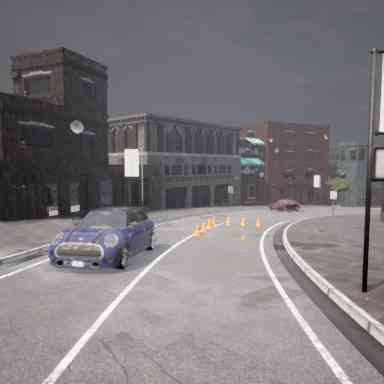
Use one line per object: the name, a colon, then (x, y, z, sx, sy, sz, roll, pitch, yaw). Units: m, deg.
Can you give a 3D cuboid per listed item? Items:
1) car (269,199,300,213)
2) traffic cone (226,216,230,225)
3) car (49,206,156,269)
car: (11.198, 1.585, 40.144, 1.882, 1.535, 5.008, 4, 2, 44)
traffic cone: (2.484, 1.954, 22.674, 0.340, 0.580, 0.340, 2, 0, 12)
car: (-2.702, 1.315, 11.068, 2.097, 1.767, 4.553, 1, 0, 9)
